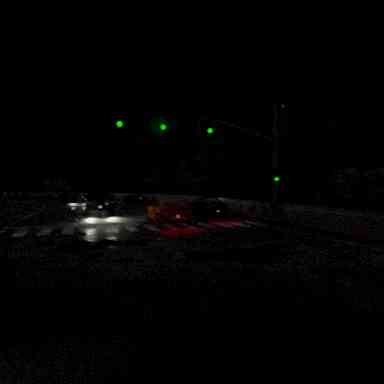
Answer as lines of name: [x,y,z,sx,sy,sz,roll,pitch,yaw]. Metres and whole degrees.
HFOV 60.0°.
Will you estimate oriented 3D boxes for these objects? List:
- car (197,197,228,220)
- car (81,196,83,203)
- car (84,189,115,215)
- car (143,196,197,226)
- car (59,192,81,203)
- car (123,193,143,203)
car: [0.955,1.068,24.122,1.882,1.535,5.008,0,1,-18]
car: [-11.107,0.909,37.833,2.033,1.411,5.357,0,1,-21]
car: [-7.750,0.743,27.876,2.150,2.045,5.566,0,1,-17]
car: [-1.511,1.125,20.314,1.882,1.535,5.008,0,1,-18]
car: [-16.862,0.701,46.230,1.882,1.535,5.008,-1,1,-42]
car: [-7.928,0.799,46.109,1.994,1.385,4.181,0,1,-33]
